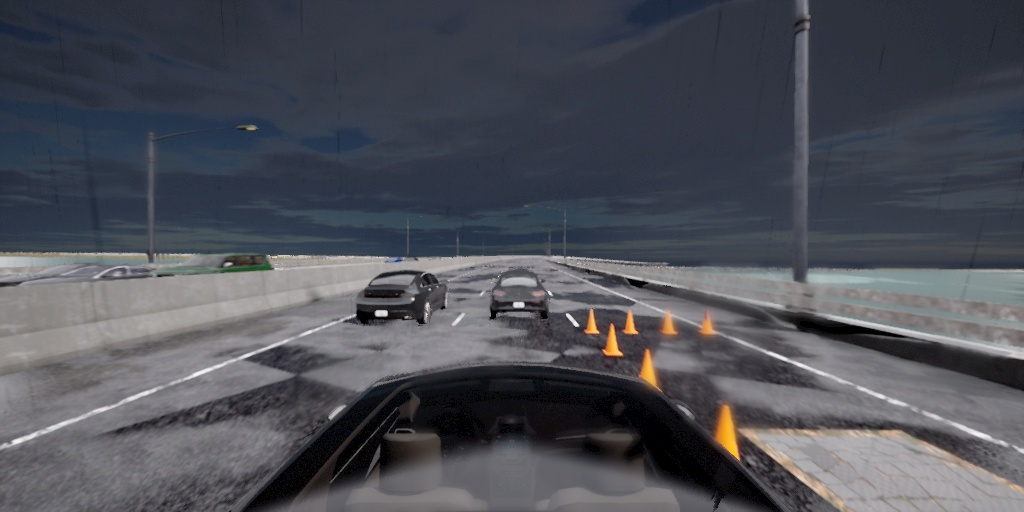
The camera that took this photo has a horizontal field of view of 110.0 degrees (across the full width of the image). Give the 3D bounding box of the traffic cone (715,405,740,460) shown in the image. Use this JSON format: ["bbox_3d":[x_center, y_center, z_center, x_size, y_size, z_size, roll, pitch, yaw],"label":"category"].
[{"bbox_3d":[2.010,1.708,3.377,0.340,0.580,0.340,0,0,1],"label":"traffic cone"}]

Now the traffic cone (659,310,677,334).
[{"bbox_3d":[4.075,1.695,9.354,0.340,0.580,0.340,0,0,1],"label":"traffic cone"}]

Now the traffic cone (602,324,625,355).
[{"bbox_3d":[2.053,1.694,7.376,0.340,0.580,0.340,0,0,1],"label":"traffic cone"}]

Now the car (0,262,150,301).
[{"bbox_3d":[-20.899,1.086,17.225,1.882,1.535,5.008,0,0,1],"label":"car"}]

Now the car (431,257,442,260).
[{"bbox_3d":[-12.824,0.969,59.582,2.128,1.511,4.902,0,0,2],"label":"car"}]

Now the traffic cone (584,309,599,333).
[{"bbox_3d":[2.075,1.687,9.376,0.340,0.580,0.340,0,0,1],"label":"traffic cone"}]

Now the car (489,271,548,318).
[{"bbox_3d":[0.230,1.237,12.656,1.812,1.442,4.674,0,0,1],"label":"car"}]

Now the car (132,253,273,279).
[{"bbox_3d":[-13.903,0.859,17.027,2.150,2.045,5.566,0,0,1],"label":"car"}]

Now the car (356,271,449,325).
[{"bbox_3d":[-3.287,1.206,11.552,1.837,1.490,4.892,0,0,1],"label":"car"}]

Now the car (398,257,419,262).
[{"bbox_3d":[-16.365,0.973,58.078,1.837,1.490,4.892,0,0,2],"label":"car"}]

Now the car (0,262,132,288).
[{"bbox_3d":[-17.429,1.121,15.357,2.128,1.511,4.902,0,0,1],"label":"car"}]

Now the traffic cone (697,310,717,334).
[{"bbox_3d":[5.074,1.699,9.343,0.340,0.580,0.340,0,0,1],"label":"traffic cone"}]

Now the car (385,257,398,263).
[{"bbox_3d":[-19.783,0.924,60.441,1.882,1.535,5.008,0,0,2],"label":"car"}]

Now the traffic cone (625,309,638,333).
[{"bbox_3d":[3.075,1.691,9.365,0.340,0.580,0.340,0,0,1],"label":"traffic cone"}]

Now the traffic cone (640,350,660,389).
[{"bbox_3d":[2.032,1.701,5.376,0.340,0.580,0.340,0,0,1],"label":"traffic cone"}]
